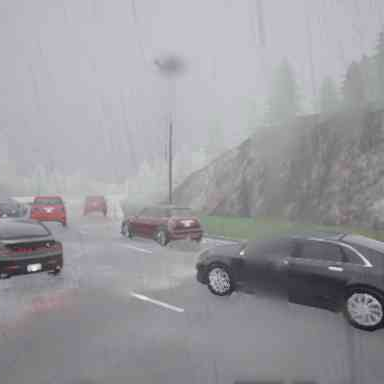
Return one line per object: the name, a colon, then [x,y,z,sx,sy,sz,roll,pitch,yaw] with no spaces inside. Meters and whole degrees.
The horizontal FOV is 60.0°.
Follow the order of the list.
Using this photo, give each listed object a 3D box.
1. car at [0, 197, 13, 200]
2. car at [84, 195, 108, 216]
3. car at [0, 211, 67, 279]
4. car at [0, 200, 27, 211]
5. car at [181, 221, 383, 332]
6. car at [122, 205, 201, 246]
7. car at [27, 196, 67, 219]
car: [-21.926,1.401,39.143,2.097,1.767,4.553,0,0,-13]
car: [-10.021,1.325,34.625,2.150,2.045,5.566,0,0,-14]
car: [-5.324,1.519,9.590,1.837,1.490,4.892,0,0,-42]
car: [-15.772,1.642,29.214,1.895,1.301,4.718,0,0,-16]
car: [2.299,1.556,7.018,4.892,1.490,1.837,0,0,38]
car: [-1.547,1.421,15.949,2.097,1.767,4.553,1,0,-40]
car: [-9.964,1.270,23.019,2.150,2.045,5.566,0,0,-25]
